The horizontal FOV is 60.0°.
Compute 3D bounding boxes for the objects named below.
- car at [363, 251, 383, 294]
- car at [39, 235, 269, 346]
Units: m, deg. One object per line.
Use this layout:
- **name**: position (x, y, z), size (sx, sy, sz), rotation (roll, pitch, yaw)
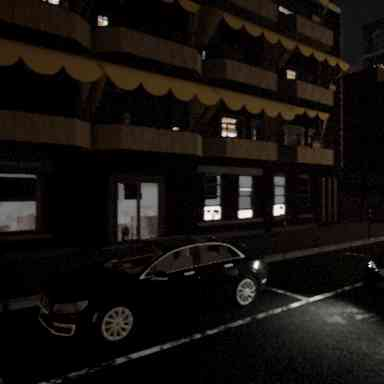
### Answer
- **car**: position (5.764, 1.482, 7.470), size (4.674, 1.442, 1.812), rotation (0, 0, -35)
- **car**: position (-0.461, 1.535, 6.229), size (4.403, 1.369, 2.008), rotation (0, 0, -35)
